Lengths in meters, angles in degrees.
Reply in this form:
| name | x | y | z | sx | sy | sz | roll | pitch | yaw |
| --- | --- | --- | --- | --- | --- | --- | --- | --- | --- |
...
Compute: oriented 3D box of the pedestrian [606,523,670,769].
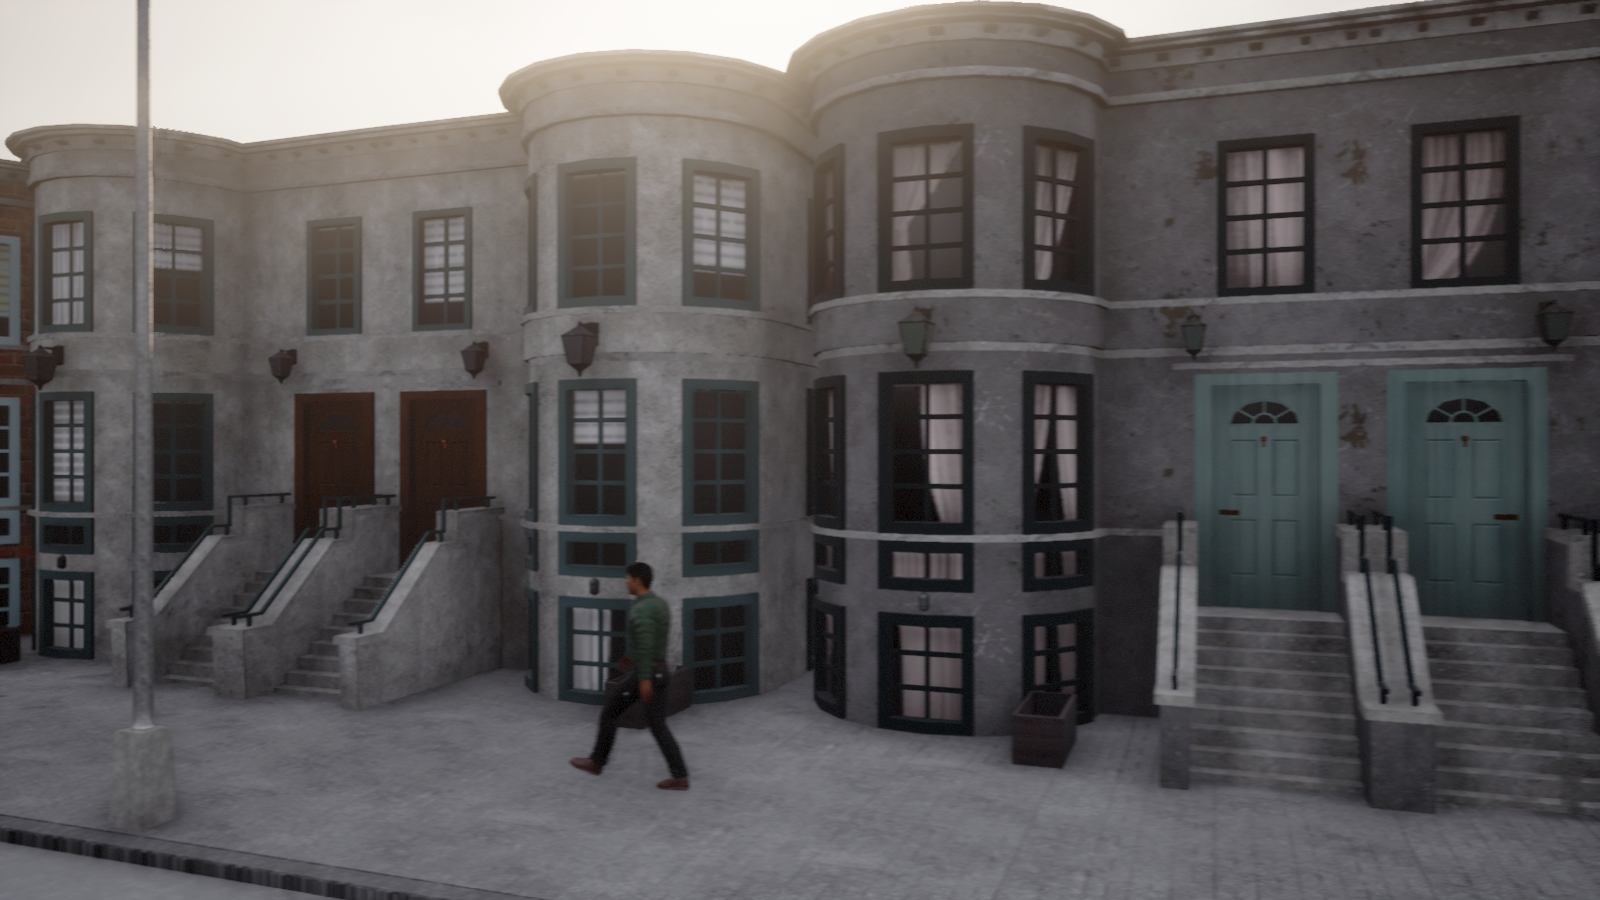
| name | x | y | z | sx | sy | sz | roll | pitch | yaw |
| --- | --- | --- | --- | --- | --- | --- | --- | --- | --- |
| pedestrian | -1.277 | 1.526 | 9.042 | 0.375 | 1.860 | 0.375 | 0 | 0 | 19 |
